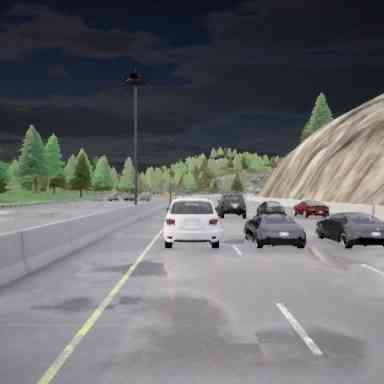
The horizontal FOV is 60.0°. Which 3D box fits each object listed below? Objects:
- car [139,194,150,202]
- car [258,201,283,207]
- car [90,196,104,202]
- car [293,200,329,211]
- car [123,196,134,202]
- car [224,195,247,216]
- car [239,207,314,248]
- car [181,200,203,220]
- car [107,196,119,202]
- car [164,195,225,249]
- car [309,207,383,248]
[{"bbox_3d":[-10.500,1.317,73.762,2.097,1.767,4.553,0,0,0],"label":"car"},{"bbox_3d":[7.000,1.531,29.650,1.812,1.442,4.674,0,0,0],"label":"car"},{"bbox_3d":[-21.000,1.557,73.702,1.895,1.301,4.718,0,0,0],"label":"car"},{"bbox_3d":[10.500,1.482,29.650,1.882,1.535,5.008,0,0,0],"label":"car"},{"bbox_3d":[-14.000,1.557,73.702,1.895,1.301,4.718,0,0,0],"label":"car"},{"bbox_3d":[3.500,1.255,29.680,2.150,2.045,5.566,0,0,0],"label":"car"},{"bbox_3d":[3.500,1.570,14.650,1.994,1.385,4.181,0,0,0],"label":"car"},{"bbox_3d":[0.000,1.514,29.650,1.837,1.490,4.892,0,0,0],"label":"car"},{"bbox_3d":[-17.500,1.515,73.732,1.994,1.385,4.181,0,0,0],"label":"car"},{"bbox_3d":[0.000,1.255,14.680,2.150,2.045,5.566,0,0,0],"label":"car"},{"bbox_3d":[7.000,1.570,14.650,1.994,1.385,4.181,0,0,0],"label":"car"}]
